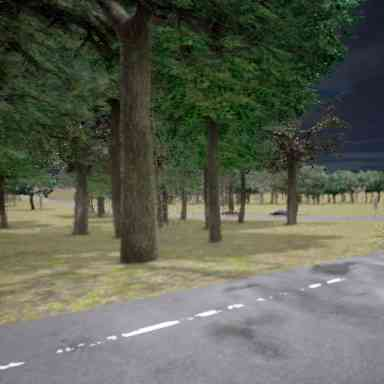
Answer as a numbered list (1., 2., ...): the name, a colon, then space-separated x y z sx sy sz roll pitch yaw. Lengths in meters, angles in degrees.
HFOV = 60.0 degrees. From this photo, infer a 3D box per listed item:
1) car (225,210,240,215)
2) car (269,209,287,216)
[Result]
1. car: 10.018 4.915 80.193 1.895 1.301 4.718 -1 -2 -35
2. car: 18.294 4.252 68.156 2.033 1.411 5.357 -1 -2 -35
